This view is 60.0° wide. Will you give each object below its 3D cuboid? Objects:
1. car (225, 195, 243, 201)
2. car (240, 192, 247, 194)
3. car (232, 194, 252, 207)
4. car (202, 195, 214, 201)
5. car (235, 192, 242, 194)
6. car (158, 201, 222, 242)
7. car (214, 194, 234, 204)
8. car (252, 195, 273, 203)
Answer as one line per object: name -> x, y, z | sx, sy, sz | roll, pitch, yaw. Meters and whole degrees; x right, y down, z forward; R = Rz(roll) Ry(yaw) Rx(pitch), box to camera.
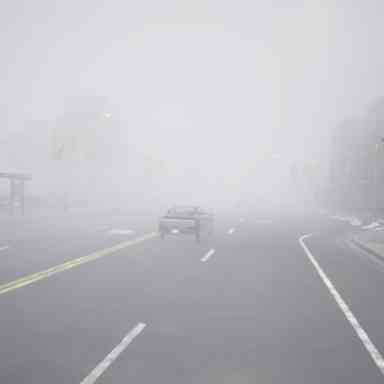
car -> 10.020, 1.372, 79.703 | 1.895, 1.301, 4.718 | 2, 1, 42
car -> 12.862, 1.440, 72.396 | 2.128, 1.511, 4.902 | 2, 0, 34
car -> 7.443, 1.428, 48.965 | 1.812, 1.442, 4.674 | 2, 1, 13
car -> 3.344, 1.218, 61.199 | 1.812, 1.442, 4.674 | 2, 0, 19
car -> 10.778, 1.054, 75.477 | 2.150, 2.045, 5.566 | 2, 0, 34
car -> -0.128, 1.380, 15.859 | 2.128, 1.511, 4.902 | 2, 0, 13
car -> 5.812, 1.341, 57.662 | 2.033, 1.411, 5.357 | 2, 0, 16
car -> 14.460, 1.472, 67.921 | 1.882, 1.535, 5.008 | 2, 0, 30
